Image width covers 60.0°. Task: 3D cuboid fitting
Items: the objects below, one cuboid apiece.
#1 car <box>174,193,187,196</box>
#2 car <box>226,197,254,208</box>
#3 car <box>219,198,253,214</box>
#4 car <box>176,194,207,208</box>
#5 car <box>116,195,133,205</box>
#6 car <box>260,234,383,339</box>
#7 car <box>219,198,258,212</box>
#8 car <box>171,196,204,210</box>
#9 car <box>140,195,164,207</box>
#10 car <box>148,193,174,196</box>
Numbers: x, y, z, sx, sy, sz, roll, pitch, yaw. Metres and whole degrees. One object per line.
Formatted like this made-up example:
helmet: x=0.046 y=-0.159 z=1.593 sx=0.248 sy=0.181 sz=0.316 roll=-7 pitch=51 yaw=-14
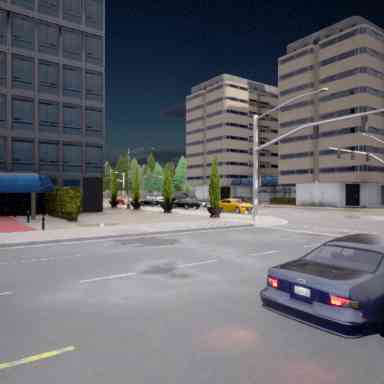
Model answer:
car: x=-2.706 y=1.223 z=64.854 sx=2.150 sy=2.045 sz=5.566 roll=0 pitch=0 yaw=-35
car: x=7.245 y=1.565 z=50.661 sx=1.994 sy=1.385 sz=4.181 roll=0 pitch=0 yaw=-35
car: x=4.467 y=1.478 z=35.964 sx=1.882 sy=1.535 sz=5.008 roll=0 pitch=0 yaw=-35
car: x=0.254 y=1.491 z=48.083 sx=2.128 sy=1.511 sz=4.902 roll=0 pitch=0 yaw=-35
car: x=-12.002 y=1.352 z=59.555 sx=2.097 sy=1.767 sz=4.553 roll=0 pitch=0 yaw=-35
car: x=3.719 y=1.547 z=6.473 sx=5.357 sy=1.411 sz=2.033 roll=0 pitch=0 yaw=-35
car: x=5.566 y=1.505 z=40.497 sx=1.837 sy=1.490 sz=4.892 roll=0 pitch=0 yaw=-35
car: x=-0.893 y=1.601 z=43.619 sx=1.895 sy=1.301 sz=4.718 roll=0 pitch=0 yaw=-35
car: x=-6.165 y=1.601 z=51.152 sx=1.895 sy=1.301 sz=4.718 roll=0 pitch=0 yaw=-35
car: x=-5.810 y=1.221 z=56.766 sx=2.150 sy=2.045 sz=5.566 roll=0 pitch=0 yaw=-34
